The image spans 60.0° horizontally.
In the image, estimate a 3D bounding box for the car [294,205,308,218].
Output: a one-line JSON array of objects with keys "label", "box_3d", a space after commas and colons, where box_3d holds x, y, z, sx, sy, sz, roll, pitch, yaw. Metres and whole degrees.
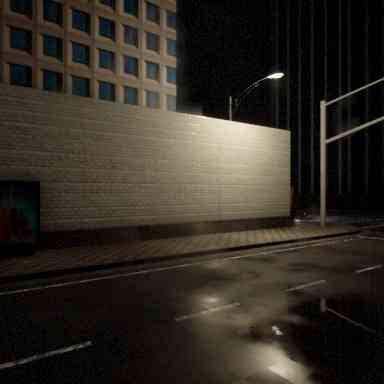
[{"label": "car", "box_3d": [8.176, 1.581, 30.012, 1.812, 1.442, 4.674, 0, 0, -36]}]

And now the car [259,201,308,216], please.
[{"label": "car", "box_3d": [9.378, 1.656, 34.337, 1.895, 1.301, 4.718, 0, 0, -36]}]
